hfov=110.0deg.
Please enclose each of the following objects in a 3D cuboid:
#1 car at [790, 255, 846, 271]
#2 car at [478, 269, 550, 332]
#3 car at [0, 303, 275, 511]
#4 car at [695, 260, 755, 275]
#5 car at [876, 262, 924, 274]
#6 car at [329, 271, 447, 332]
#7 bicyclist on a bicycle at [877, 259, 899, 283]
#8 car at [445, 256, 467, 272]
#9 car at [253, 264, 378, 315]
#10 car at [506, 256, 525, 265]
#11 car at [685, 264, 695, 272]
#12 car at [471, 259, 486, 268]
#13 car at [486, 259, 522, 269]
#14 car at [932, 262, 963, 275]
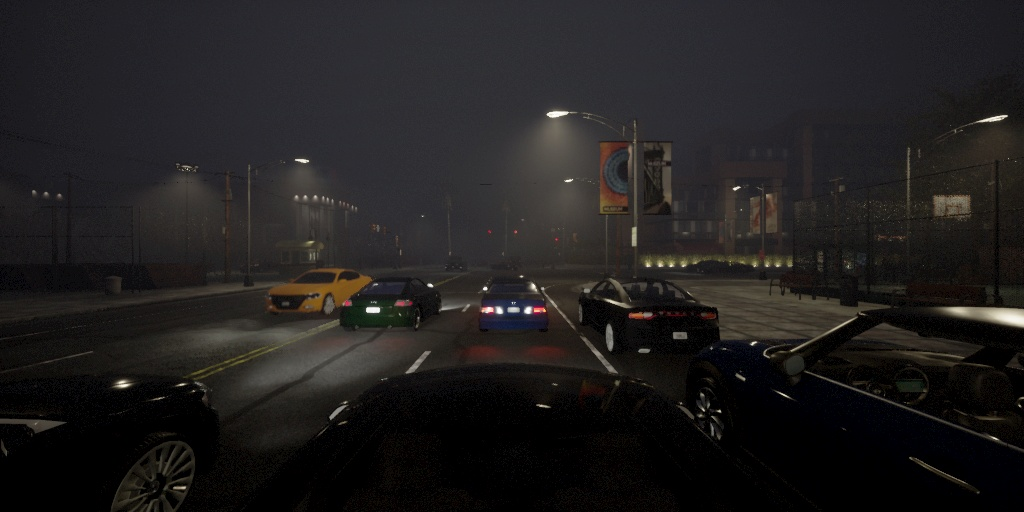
[{"bbox_3d":[36.704,0.962,43.036,5.566,2.045,2.150,-1,0,0],"label":"car"},{"bbox_3d":[0.055,1.297,10.827,2.033,1.411,5.357,0,0,0],"label":"car"},{"bbox_3d":[-3.400,1.242,1.057,2.128,1.511,4.902,0,0,0],"label":"car"},{"bbox_3d":[23.601,1.297,39.437,5.357,1.411,2.033,0,0,-1],"label":"car"},{"bbox_3d":[42.638,1.314,39.545,4.181,1.385,1.994,0,0,0],"label":"car"},{"bbox_3d":[-3.444,1.314,10.930,1.994,1.385,4.181,0,0,0],"label":"car"},{"bbox_3d":[26.060,1.051,24.979,0.582,1.620,1.656,0,0,-1],"label":"bicyclist on a bicycle"},{"bbox_3d":[-7.080,0.972,45.885,2.150,2.045,5.566,0,0,1],"label":"car"},{"bbox_3d":[-7.109,1.227,13.752,1.882,1.535,5.008,0,0,0],"label":"car"},{"bbox_3d":[0.508,0.971,57.901,2.150,2.045,5.566,-1,0,0],"label":"car"},{"bbox_3d":[23.379,1.255,42.934,4.892,1.490,1.837,0,0,-1],"label":"car"},{"bbox_3d":[-5.642,1.276,63.519,1.812,1.442,4.674,0,0,15],"label":"car"},{"bbox_3d":[-1.121,1.351,47.512,1.895,1.301,4.718,0,0,-32],"label":"car"},{"bbox_3d":[45.154,1.314,36.046,4.181,1.385,1.994,0,0,-1],"label":"car"}]
